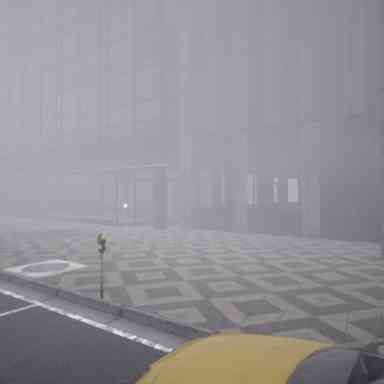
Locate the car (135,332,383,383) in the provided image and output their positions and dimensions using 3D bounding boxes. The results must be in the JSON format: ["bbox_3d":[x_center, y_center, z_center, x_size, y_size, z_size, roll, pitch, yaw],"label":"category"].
[{"bbox_3d":[1.630,1.525,1.920,4.829,1.417,1.752,0,0,36],"label":"car"}]
